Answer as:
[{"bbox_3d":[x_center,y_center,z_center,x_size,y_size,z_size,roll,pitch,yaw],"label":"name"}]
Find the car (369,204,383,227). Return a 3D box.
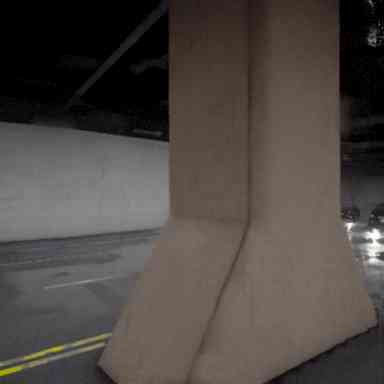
[{"bbox_3d":[13.377,1.537,22.586,2.128,1.511,4.902,0,0,37],"label":"car"}]

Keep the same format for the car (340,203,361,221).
[{"bbox_3d":[12.819,1.627,27.756,1.994,1.385,4.181,0,0,34],"label":"car"}]
